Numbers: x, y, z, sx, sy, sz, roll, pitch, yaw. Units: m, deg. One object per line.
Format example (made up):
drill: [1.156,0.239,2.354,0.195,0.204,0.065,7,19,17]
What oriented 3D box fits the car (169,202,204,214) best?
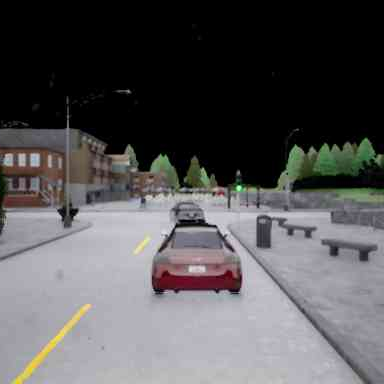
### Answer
car: [-0.433,1.397,22.105,2.033,1.411,5.357,0,0,-9]

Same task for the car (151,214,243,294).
car: [0.102,1.504,8.684,1.994,1.385,4.181,0,0,0]

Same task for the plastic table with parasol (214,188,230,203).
plastic table with parasol: [4.999,0.549,55.341,2.482,2.480,2.482,0,0,0]
